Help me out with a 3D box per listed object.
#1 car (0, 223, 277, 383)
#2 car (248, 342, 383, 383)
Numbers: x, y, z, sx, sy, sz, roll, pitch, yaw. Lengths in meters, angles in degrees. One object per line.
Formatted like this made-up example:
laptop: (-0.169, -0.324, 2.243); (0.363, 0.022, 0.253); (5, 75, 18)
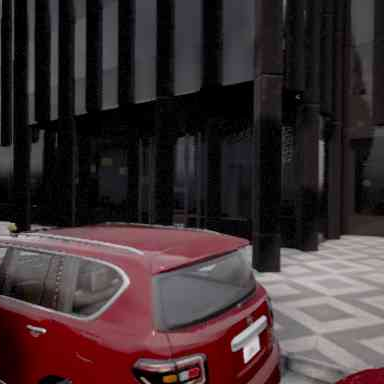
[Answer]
car: (-1.477, 1.322, 4.009); (5.009, 1.841, 2.192); (0, 1, 35)
car: (2.667, 1.539, 1.057); (4.507, 1.381, 1.887); (0, 1, 35)
